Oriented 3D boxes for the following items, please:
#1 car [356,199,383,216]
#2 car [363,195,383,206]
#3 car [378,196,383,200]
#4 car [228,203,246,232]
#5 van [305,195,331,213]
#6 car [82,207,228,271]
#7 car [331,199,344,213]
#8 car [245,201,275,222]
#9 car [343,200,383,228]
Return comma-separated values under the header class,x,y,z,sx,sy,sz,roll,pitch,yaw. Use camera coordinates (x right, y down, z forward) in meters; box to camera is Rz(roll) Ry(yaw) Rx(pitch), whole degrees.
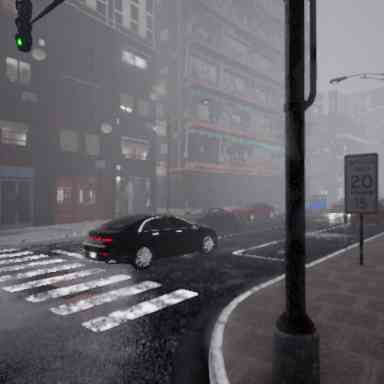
class,x,y,z,sx,sy,sz,roll,pitch,yaw
car,16.863,1.368,30.509,1.895,1.301,4.718,0,0,44
car,26.515,1.238,48.242,1.887,1.381,4.507,0,1,44
car,14.675,1.227,24.283,1.967,1.590,4.097,0,1,43
car,0.683,1.460,17.150,1.994,1.385,4.181,0,0,42
van,11.874,1.143,32.989,1.690,1.788,3.998,0,1,43
car,-1.099,1.432,10.806,1.837,1.490,4.892,-1,0,41
car,15.135,1.343,32.786,1.994,1.385,4.181,0,0,44
car,4.662,1.404,25.293,1.887,1.381,4.507,0,1,42
car,11.068,1.398,20.403,1.802,1.307,4.206,0,1,43
